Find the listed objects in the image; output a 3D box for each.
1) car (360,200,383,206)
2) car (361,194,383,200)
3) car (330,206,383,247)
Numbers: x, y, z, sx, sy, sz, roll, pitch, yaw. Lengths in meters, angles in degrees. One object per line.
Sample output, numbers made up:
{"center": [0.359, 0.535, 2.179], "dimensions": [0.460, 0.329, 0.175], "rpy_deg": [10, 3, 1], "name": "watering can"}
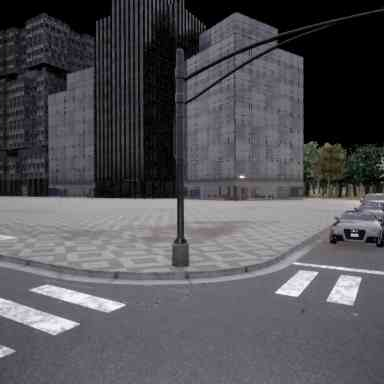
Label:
{"center": [12.554, 1.539, 23.558], "dimensions": [1.994, 1.385, 4.181], "rpy_deg": [0, 0, 31], "name": "car"}
{"center": [18.027, 1.185, 32.759], "dimensions": [2.150, 2.045, 5.566], "rpy_deg": [0, 0, 31], "name": "car"}
{"center": [7.506, 1.548, 15.023], "dimensions": [1.994, 1.385, 4.181], "rpy_deg": [0, 0, 30], "name": "car"}
